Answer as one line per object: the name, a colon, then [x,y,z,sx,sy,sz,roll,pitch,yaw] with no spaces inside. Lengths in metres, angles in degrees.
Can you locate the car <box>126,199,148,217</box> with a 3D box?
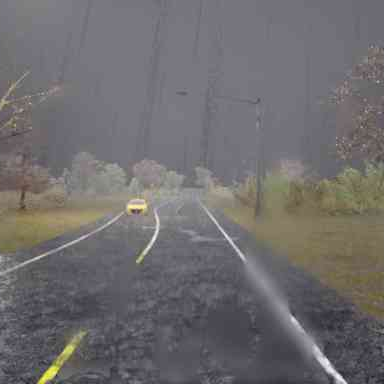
car: [-5.219,1.460,31.894,1.882,1.535,5.008,0,0,-7]
